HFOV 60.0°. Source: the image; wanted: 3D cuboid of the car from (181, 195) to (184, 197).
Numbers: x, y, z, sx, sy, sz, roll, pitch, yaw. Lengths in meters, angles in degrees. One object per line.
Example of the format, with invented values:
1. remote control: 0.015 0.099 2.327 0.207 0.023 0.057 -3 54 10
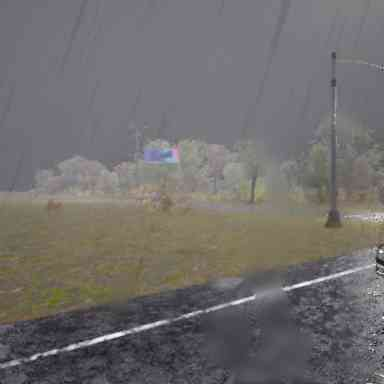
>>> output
1. car: -2.887 1.192 57.950 1.837 1.490 4.892 0 0 -33

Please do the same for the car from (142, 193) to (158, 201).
1. car: -8.584 1.022 66.421 2.097 1.767 4.553 0 0 -34

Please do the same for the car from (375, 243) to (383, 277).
1. car: 6.636 1.422 8.623 4.902 1.511 2.128 0 0 -36
